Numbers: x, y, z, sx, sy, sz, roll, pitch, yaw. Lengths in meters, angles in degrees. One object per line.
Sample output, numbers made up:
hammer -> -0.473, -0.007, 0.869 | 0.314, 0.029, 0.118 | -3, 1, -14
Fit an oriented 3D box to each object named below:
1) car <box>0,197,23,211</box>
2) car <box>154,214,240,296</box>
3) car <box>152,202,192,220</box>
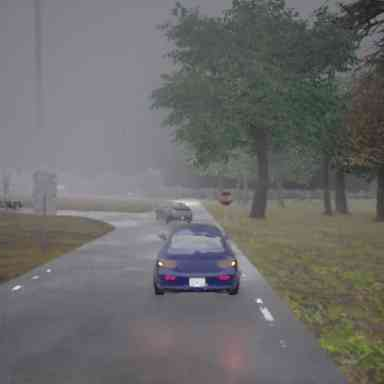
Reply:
car -> -16.996, 0.861, 28.258 | 4.718, 1.301, 1.895 | 3, -1, 1
car -> 0.089, 1.538, 8.574 | 1.812, 1.442, 4.674 | 0, 0, 0
car -> -1.523, 1.474, 24.676 | 2.128, 1.511, 4.902 | 2, 1, -22
